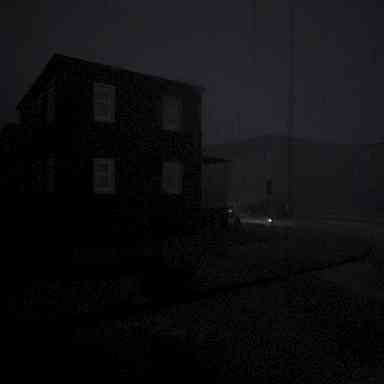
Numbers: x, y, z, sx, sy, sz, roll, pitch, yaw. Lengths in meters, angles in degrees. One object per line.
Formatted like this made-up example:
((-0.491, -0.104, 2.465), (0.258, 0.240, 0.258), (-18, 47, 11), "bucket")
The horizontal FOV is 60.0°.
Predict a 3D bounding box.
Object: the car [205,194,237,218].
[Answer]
((1.575, 1.221, 29.786), (2.150, 2.045, 5.566), (0, 0, -35), "car")

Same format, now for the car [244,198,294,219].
((6.768, 1.351, 29.633), (2.097, 1.767, 4.553), (0, 0, -35), "car")
